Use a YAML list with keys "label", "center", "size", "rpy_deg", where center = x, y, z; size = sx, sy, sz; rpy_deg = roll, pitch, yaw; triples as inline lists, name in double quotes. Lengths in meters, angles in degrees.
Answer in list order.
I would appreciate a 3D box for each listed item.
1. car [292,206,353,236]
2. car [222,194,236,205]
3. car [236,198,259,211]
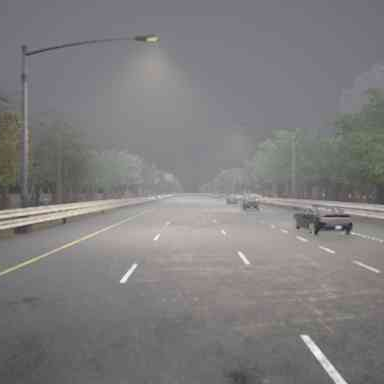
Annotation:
- label: "car"
  center: [7.018, 1.495, 18.346]
  size: [2.128, 1.511, 4.902]
  rpy_deg: [0, 0, 0]
- label: "car"
  center: [7.155, 1.500, 60.298]
  size: [2.128, 1.511, 4.902]
  rpy_deg: [0, 0, 0]
- label: "car"
  center: [7.087, 1.557, 41.599]
  size: [1.837, 1.490, 4.892]
  rpy_deg: [0, 0, 0]
